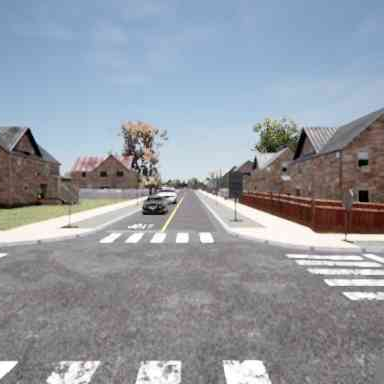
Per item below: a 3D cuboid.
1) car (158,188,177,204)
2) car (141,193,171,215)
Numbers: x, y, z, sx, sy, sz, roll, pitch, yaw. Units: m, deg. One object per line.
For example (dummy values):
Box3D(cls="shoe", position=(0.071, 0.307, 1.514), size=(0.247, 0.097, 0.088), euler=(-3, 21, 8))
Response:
Box3D(cls="car", position=(-3.155, 0.504, 43.777), size=(2.150, 2.045, 5.566), euler=(0, 1, 0))
Box3D(cls="car", position=(-3.050, 1.047, 28.040), size=(1.837, 1.490, 4.892), euler=(0, 1, 0))
